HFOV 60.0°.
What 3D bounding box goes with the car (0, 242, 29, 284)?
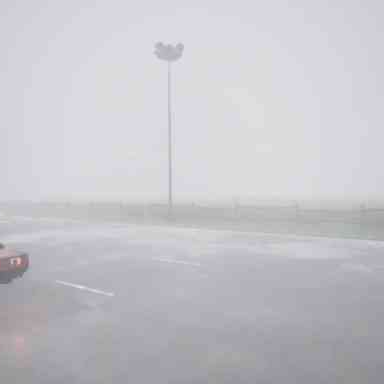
[{"bbox_3d":[-6.187,1.632,8.317,4.718,1.301,1.895,0,0,35],"label":"car"}]
